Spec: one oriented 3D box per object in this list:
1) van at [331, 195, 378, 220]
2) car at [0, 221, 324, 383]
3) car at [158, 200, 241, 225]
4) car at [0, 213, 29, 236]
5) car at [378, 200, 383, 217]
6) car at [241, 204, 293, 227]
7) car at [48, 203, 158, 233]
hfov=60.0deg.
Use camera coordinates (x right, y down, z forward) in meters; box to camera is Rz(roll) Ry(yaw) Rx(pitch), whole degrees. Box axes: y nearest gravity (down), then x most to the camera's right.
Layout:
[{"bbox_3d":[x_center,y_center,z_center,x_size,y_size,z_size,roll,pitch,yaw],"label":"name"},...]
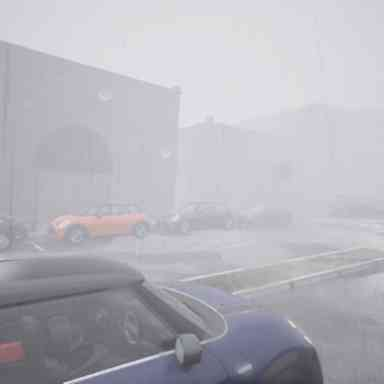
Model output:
[{"bbox_3d":[13.677,1.271,28.441,4.442,1.987,1.878,0,0,-36],"label":"van"},{"bbox_3d":[-0.946,1.353,2.766,4.553,1.767,2.097,0,0,-36],"label":"car"},{"bbox_3d":[0.229,1.345,18.791,4.553,1.767,2.185,0,0,-36],"label":"car"},{"bbox_3d":[-8.771,1.455,12.335,4.892,1.521,2.231,0,0,-36],"label":"car"},{"bbox_3d":[18.236,1.535,31.714,4.792,1.488,2.163,0,0,-36],"label":"car"},{"bbox_3d":[4.796,1.520,22.069,4.674,1.452,2.002,0,0,-36],"label":"car"},{"bbox_3d":[-4.261,1.337,15.570,4.553,1.767,2.185,0,0,-36],"label":"car"}]
